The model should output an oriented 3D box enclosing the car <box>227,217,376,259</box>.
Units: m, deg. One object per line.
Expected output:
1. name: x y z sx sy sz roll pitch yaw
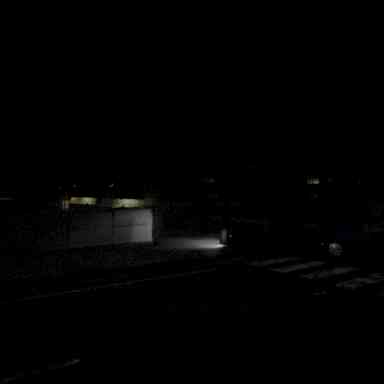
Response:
1. car: 4.169 1.699 13.123 5.357 1.411 2.033 0 -1 21
